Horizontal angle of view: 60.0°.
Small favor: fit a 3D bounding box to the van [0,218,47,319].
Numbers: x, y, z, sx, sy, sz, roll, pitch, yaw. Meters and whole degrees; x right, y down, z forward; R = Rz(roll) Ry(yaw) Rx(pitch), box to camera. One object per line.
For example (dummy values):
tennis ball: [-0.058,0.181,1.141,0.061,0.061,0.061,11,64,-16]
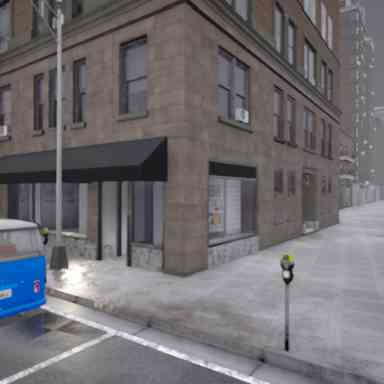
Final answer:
van: [-4.414,1.339,6.165,3.998,1.788,1.690,0,0,35]
